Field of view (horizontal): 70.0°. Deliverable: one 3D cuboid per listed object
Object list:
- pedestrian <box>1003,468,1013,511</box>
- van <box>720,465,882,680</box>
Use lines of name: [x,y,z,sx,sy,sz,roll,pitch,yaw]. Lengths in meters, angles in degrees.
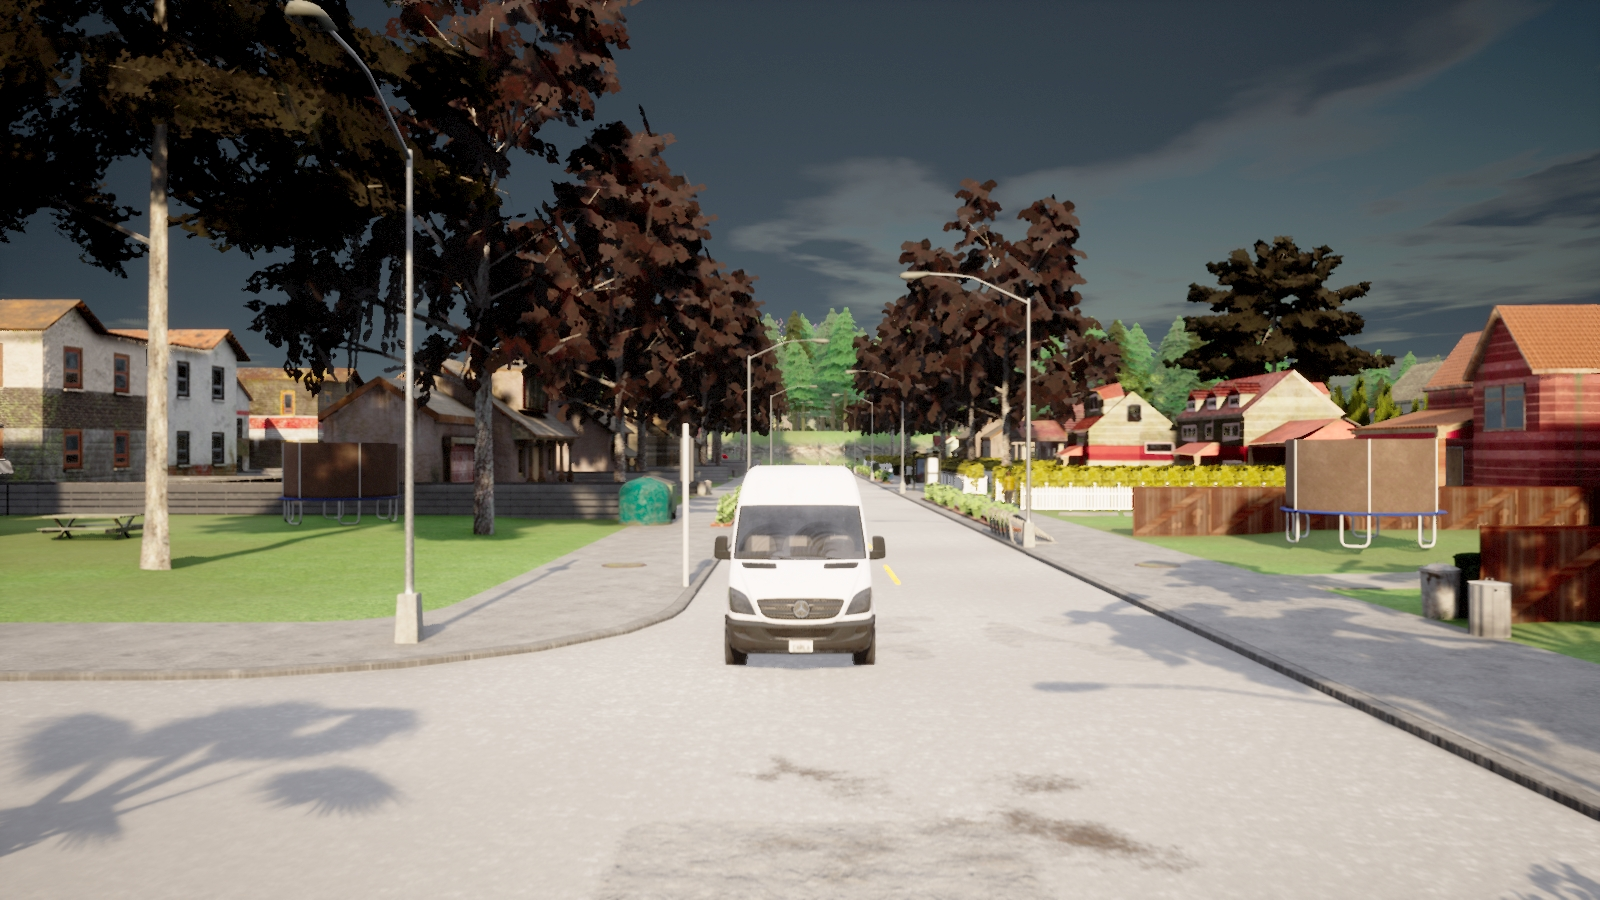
pedestrian: [9.181,1.742,50.468,0.375,1.860,0.375,0,0,-2]
van: [0.001,1.534,16.913,1.988,2.561,5.915,0,0,0]
